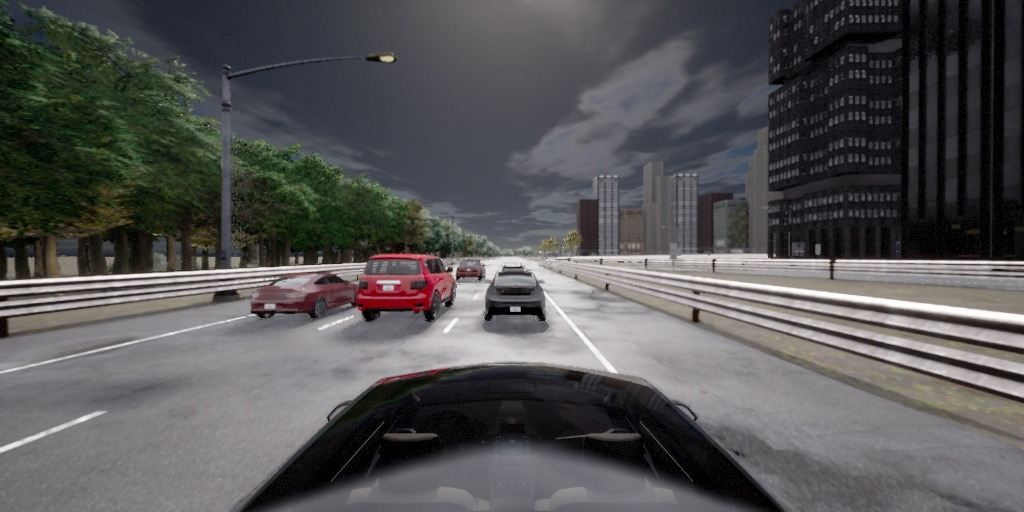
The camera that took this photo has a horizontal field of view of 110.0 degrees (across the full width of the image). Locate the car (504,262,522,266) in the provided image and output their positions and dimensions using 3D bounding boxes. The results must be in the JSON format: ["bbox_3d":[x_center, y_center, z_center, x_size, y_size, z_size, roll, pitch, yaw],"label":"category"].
[{"bbox_3d":[0.090,1.230,30.578,2.128,1.511,4.902,0,0,0],"label":"car"}]

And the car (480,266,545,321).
[{"bbox_3d":[0.096,1.252,12.506,1.837,1.490,4.892,0,0,0],"label":"car"}]

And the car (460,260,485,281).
[{"bbox_3d":[-3.410,1.090,30.384,2.097,1.767,4.553,0,0,0],"label":"car"}]

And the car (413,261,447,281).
[{"bbox_3d":[-6.909,1.243,30.708,1.837,1.490,4.892,0,0,0],"label":"car"}]

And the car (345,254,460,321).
[{"bbox_3d":[-3.404,0.969,12.555,2.150,2.045,5.566,0,0,0],"label":"car"}]

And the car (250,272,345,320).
[{"bbox_3d":[-6.905,1.273,12.536,1.812,1.442,4.674,0,0,0],"label":"car"}]
